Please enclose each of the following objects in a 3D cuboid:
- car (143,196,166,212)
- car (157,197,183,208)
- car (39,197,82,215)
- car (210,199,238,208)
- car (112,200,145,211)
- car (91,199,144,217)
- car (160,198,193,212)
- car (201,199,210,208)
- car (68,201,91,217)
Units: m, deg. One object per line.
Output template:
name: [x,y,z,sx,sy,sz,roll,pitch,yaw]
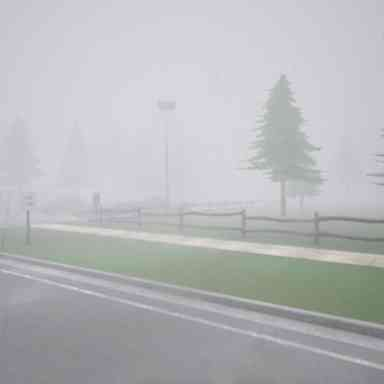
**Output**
car: [-5.498,1.614,44.259,2.150,2.045,5.566,-1,-1,35]
car: [-3.811,1.838,58.785,2.097,1.767,4.553,-1,-1,35]
car: [-16.075,1.703,41.366,2.150,2.045,5.566,-1,-1,35]
car: [5.605,1.895,53.913,2.033,1.411,5.357,-1,-1,35]
car: [-9.596,1.961,50.595,1.882,1.535,5.008,-1,-1,35]
car: [-7.737,1.823,34.979,1.882,1.535,5.008,-1,-1,35]
car: [-1.665,1.872,43.612,1.812,1.442,4.674,-1,-1,35]
car: [3.600,1.941,57.133,2.033,1.411,5.357,-1,-1,36]
car: [-10.944,1.955,36.502,1.994,1.385,4.181,-1,-1,35]
